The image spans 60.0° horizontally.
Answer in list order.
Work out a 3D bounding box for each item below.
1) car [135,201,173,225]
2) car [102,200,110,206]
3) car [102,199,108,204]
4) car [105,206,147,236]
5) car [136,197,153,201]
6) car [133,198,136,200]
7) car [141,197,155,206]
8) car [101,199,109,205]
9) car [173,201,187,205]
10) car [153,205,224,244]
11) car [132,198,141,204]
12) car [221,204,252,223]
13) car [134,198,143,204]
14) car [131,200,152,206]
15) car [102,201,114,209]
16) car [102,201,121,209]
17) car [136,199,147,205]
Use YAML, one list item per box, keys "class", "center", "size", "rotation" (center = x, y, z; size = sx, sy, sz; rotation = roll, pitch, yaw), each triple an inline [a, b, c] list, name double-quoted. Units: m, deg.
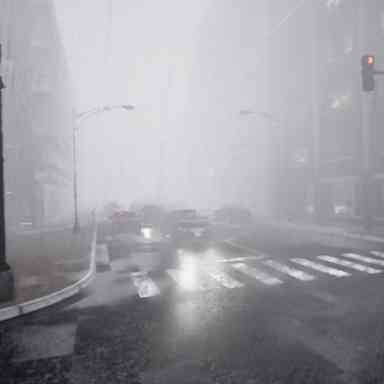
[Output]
- class: "car"
  center: [-3.197, 1.769, 27.163]
  size: [1.882, 1.535, 5.008]
  rotation: [-2, 0, -16]
- class: "car"
  center: [-20.423, 2.570, 78.776]
  size: [1.802, 1.307, 4.206]
  rotation: [-1, 0, -16]
- class: "car"
  center: [-9.640, 1.966, 40.492]
  size: [1.967, 1.590, 4.097]
  rotation: [-1, 0, -16]
- class: "car"
  center: [-4.233, 1.840, 20.828]
  size: [1.887, 1.381, 4.507]
  rotation: [-1, 0, -16]
- class: "car"
  center: [-7.378, 1.868, 53.785]
  size: [2.097, 1.767, 4.553]
  rotation: [-2, 0, -16]
- class: "car"
  center: [-10.069, 2.109, 63.349]
  size: [1.882, 1.535, 5.008]
  rotation: [-2, 0, -16]
- class: "car"
  center: [-9.286, 1.953, 70.115]
  size: [2.192, 1.841, 5.009]
  rotation: [-1, 0, -16]
- class: "car"
  center: [-23.505, 2.689, 89.714]
  size: [1.947, 1.339, 4.313]
  rotation: [-1, 0, -16]
- class: "car"
  center: [-1.623, 1.836, 42.931]
  size: [1.752, 1.417, 4.829]
  rotation: [-1, 0, -16]
- class: "car"
  center: [-0.394, 1.665, 17.207]
  size: [2.128, 1.511, 4.902]
  rotation: [-2, 0, -16]
- class: "car"
  center: [-15.443, 2.451, 91.991]
  size: [1.887, 1.381, 4.507]
  rotation: [-1, 0, -16]
- class: "car"
  center: [3.145, 1.656, 26.391]
  size: [1.887, 1.381, 4.507]
  rotation: [-1, 0, -16]
- class: "car"
  center: [-13.949, 2.366, 86.686]
  size: [1.752, 1.417, 4.829]
  rotation: [-1, 0, -16]
- class: "car"
  center: [-6.051, 1.960, 37.324]
  size: [2.033, 1.411, 5.357]
  rotation: [-2, 0, -16]
- class: "car"
  center: [-15.801, 2.354, 62.368]
  size: [1.947, 1.339, 4.313]
  rotation: [-1, 0, -16]
- class: "car"
  center: [-8.097, 2.011, 35.022]
  size: [2.008, 1.369, 4.403]
  rotation: [-1, 0, -16]
- class: "car"
  center: [-12.362, 2.322, 81.053]
  size: [2.008, 1.369, 4.403]
  rotation: [-1, 0, -16]
